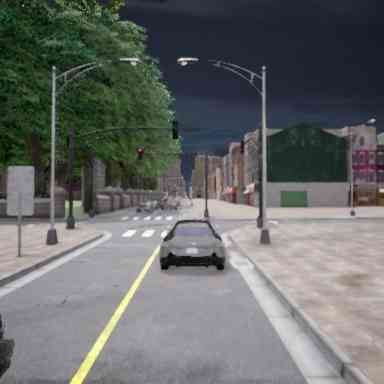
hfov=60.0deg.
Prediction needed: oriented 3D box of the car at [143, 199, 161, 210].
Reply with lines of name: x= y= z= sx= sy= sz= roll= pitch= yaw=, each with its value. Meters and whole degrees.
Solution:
car: x=-5.557 y=1.767 z=46.554 sx=2.008 sy=1.369 sz=4.403 roll=1 pitch=0 yaw=0

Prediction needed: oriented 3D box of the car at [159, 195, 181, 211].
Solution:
car: x=-3.003 y=1.558 z=44.649 sx=2.097 sy=1.767 sz=4.553 roll=0 pitch=0 yaw=0

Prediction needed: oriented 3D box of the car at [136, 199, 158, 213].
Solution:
car: x=-5.524 y=1.729 z=39.419 sx=2.008 sy=1.369 sz=4.403 roll=1 pitch=0 yaw=0

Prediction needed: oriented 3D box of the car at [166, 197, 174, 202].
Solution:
car: x=-5.922 y=2.059 z=89.984 sx=1.752 sy=1.417 sz=4.829 roll=1 pitch=-1 yaw=0

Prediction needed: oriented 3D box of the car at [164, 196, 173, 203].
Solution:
car: x=-5.876 y=1.927 z=84.704 sx=1.967 sy=1.590 sz=4.097 roll=1 pitch=0 yaw=0

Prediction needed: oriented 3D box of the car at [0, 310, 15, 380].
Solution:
car: x=-2.838 y=1.553 z=1.245 sx=2.033 sy=1.411 sz=5.357 roll=0 pitch=0 yaw=0

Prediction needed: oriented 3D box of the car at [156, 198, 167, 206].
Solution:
car: x=-5.695 y=1.899 z=62.904 sx=1.802 sy=1.307 sz=4.206 roll=1 pitch=0 yaw=0

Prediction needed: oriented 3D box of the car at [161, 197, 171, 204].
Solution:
car: x=-5.784 y=1.837 z=73.805 sx=1.967 sy=1.590 sz=4.097 roll=1 pitch=0 yaw=0

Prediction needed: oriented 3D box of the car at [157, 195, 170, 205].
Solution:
car: x=-5.735 y=1.671 z=68.355 sx=2.192 sy=1.841 sz=5.009 roll=1 pitch=0 yaw=0

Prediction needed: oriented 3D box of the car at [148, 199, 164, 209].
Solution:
car: x=-5.603 y=1.814 z=52.004 sx=1.947 sy=1.339 sz=4.313 roll=1 pitch=0 yaw=0

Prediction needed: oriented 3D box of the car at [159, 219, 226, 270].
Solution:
car: x=0.030 y=1.610 z=11.247 sx=1.994 sy=1.385 sz=4.181 roll=0 pitch=0 yaw=1

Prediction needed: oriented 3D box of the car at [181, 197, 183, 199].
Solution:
car: x=-3.093 y=1.831 z=61.025 sx=1.812 sy=1.442 sz=4.674 roll=0 pitch=0 yaw=0
